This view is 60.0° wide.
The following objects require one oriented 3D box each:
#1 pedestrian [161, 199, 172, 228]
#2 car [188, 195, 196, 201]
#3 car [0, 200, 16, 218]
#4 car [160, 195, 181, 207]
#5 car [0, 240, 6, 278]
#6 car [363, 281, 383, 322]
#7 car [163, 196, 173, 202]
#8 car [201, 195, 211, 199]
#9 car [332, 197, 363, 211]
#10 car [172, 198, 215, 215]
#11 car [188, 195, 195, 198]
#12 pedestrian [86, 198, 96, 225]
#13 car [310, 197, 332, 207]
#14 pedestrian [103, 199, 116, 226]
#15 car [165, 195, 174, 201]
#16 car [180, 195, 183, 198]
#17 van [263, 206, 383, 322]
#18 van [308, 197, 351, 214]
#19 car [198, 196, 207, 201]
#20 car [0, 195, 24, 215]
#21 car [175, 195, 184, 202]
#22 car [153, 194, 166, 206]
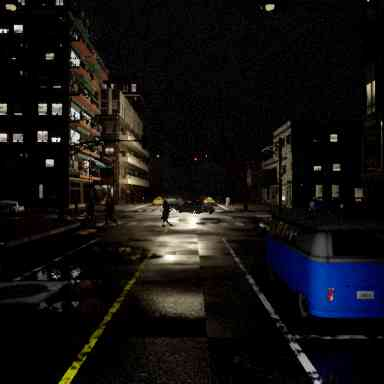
[{"bbox_3d":[-1.602,1.300,21.046,0.375,1.860,0.375,0,0,0],"label":"pedestrian"},{"bbox_3d":[-0.018,1.465,88.547,1.882,1.535,5.008,0,0,0],"label":"car"},{"bbox_3d":[-17.472,1.534,27.759,4.206,1.307,1.802,0,0,0],"label":"car"},{"bbox_3d":[-3.110,1.579,48.954,2.033,1.411,5.357,0,0,0],"label":"car"},{"bbox_3d":[-5.689,1.567,6.975,1.947,1.339,4.313,0,0,0],"label":"car"},{"bbox_3d":[2.660,1.582,1.262,1.802,1.307,4.206,0,0,0],"label":"car"},{"bbox_3d":[-5.705,1.630,79.432,2.008,1.369,4.403,0,0,0],"label":"car"},{"bbox_3d":[2.682,1.561,51.908,1.752,1.417,4.829,0,0,0],"label":"car"},{"bbox_3d":[14.917,1.358,27.846,5.009,1.841,2.192,0,0,0],"label":"car"},{"bbox_3d":[0.278,1.630,34.271,1.895,1.301,4.718,0,0,-38],"label":"car"},{"bbox_3d":[-0.016,1.616,78.127,2.033,1.411,5.357,0,0,0],"label":"car"},{"bbox_3d":[-6.797,1.300,22.244,0.375,1.860,0.375,0,0,0],"label":"pedestrian"},{"bbox_3d":[14.903,1.549,33.634,5.008,1.535,1.882,0,0,0],"label":"car"},{"bbox_3d":[-5.385,1.302,21.687,0.375,1.860,0.375,0,0,0],"label":"pedestrian"},{"bbox_3d":[-5.706,1.616,84.801,1.752,1.417,4.829,0,0,0],"label":"car"},{"bbox_3d":[-3.053,1.406,65.385,2.097,1.767,4.553,0,0,1],"label":"car"},{"bbox_3d":[2.659,1.342,6.951,1.690,1.788,3.998,0,0,0],"label":"van"},{"bbox_3d":[14.892,1.425,36.225,3.998,1.788,1.690,0,0,0],"label":"van"},{"bbox_3d":[2.675,1.641,84.973,2.008,1.369,4.403,0,0,0],"label":"car"},{"bbox_3d":[-18.386,1.184,30.345,5.566,2.045,2.150,0,0,0],"label":"car"},{"bbox_3d":[-3.017,1.540,78.747,1.882,1.535,5.008,0,0,0],"label":"car"},{"bbox_3d":[-5.700,1.568,57.105,1.752,1.417,4.829,0,0,0],"label":"car"}]
